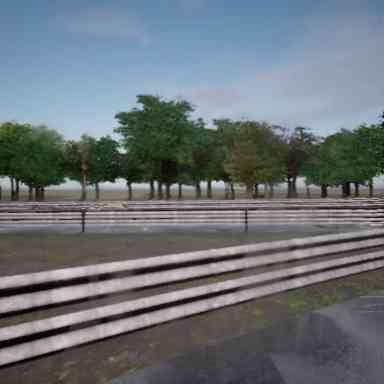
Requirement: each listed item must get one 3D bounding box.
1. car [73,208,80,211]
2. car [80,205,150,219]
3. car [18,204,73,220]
[{"bbox_3d":[-13.654,1.924,33.840,4.718,1.301,1.895,-1,1,4],"label":"car"},{"bbox_3d":[-5.858,1.767,26.381,5.008,1.535,1.882,-1,1,3],"label":"car"},{"bbox_3d":[-13.584,1.925,30.327,4.181,1.385,1.994,-1,1,4],"label":"car"}]
